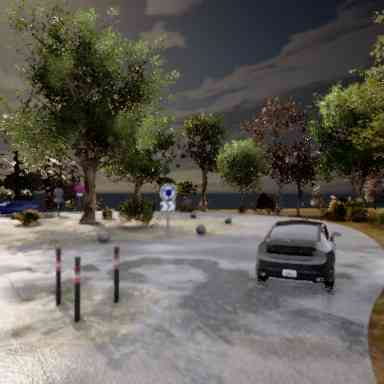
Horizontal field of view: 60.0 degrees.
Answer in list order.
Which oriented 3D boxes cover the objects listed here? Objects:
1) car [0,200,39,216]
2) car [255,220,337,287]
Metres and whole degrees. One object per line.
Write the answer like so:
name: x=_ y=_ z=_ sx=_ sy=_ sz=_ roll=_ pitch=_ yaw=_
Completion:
car: x=-17.965 y=1.595 z=33.132 sx=1.882 sy=1.535 sz=5.008 roll=-1 pitch=-1 yaw=39
car: x=3.140 y=1.562 z=9.653 sx=1.837 sy=1.490 sz=4.892 roll=0 pitch=0 yaw=23
